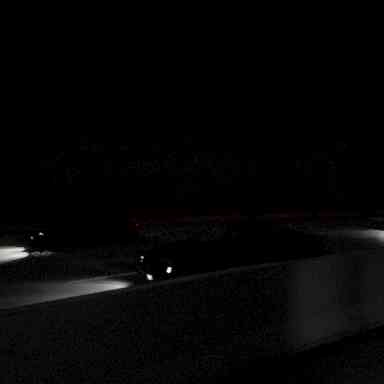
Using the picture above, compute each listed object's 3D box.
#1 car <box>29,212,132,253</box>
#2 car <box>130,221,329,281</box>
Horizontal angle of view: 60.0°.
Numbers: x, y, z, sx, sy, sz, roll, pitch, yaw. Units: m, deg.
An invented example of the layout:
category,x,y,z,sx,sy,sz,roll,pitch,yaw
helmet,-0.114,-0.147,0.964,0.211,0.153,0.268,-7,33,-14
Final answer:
category,x,y,z,sx,sy,sz,roll,pitch,yaw
car,-4.260,1.518,13.476,4.181,1.385,1.994,0,0,-32
car,1.320,1.521,8.846,5.357,1.411,2.033,0,0,-32
